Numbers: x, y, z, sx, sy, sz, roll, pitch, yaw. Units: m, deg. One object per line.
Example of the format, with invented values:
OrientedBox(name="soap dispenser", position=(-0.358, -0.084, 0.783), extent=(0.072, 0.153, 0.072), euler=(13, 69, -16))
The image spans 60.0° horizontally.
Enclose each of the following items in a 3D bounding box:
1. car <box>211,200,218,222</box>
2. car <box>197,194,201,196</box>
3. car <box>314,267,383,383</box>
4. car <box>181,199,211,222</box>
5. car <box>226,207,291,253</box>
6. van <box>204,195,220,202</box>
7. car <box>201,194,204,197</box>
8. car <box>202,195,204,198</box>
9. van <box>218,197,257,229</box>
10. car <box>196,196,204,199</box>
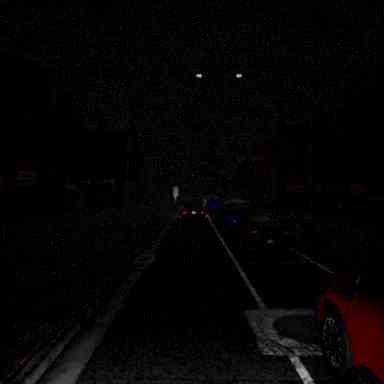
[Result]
OrientedBox(name="car", position=(2.672, 1.550, 24.609), extent=(1.947, 1.339, 4.313), euler=(1, 0, 0))
OrientedBox(name="car", position=(2.732, 1.552, 84.869), extent=(1.752, 1.417, 4.829), euler=(1, 0, 0))
OrientedBox(name="car", position=(2.653, 1.314, 2.446), extent=(2.192, 1.841, 5.009), euler=(1, 0, 0))
OrientedBox(name="car", position=(0.127, 1.531, 26.236), extent=(2.033, 1.411, 5.357), euler=(0, 0, 0))
OrientedBox(name="car", position=(2.661, 1.536, 13.528), extent=(1.887, 1.381, 4.507), euler=(1, 0, 0))
OrientedBox(name="van", position=(2.690, 1.322, 41.231), extent=(1.690, 1.788, 3.998), euler=(1, 0, 0))
OrientedBox(name="car", position=(2.700, 1.425, 52.312), extent=(1.967, 1.590, 4.097), euler=(1, 0, 0))
OrientedBox(name="car", position=(2.694, 1.508, 46.942), extent=(1.752, 1.417, 4.829), euler=(1, 0, 0))
OrientedBox(name="van", position=(2.669, 1.329, 19.069), extent=(1.690, 1.788, 3.998), euler=(1, 0, 0))
OrientedBox(name="car", position=(0.143, 1.582, 42.328), extent=(1.895, 1.301, 4.718), euler=(0, 0, 0))
